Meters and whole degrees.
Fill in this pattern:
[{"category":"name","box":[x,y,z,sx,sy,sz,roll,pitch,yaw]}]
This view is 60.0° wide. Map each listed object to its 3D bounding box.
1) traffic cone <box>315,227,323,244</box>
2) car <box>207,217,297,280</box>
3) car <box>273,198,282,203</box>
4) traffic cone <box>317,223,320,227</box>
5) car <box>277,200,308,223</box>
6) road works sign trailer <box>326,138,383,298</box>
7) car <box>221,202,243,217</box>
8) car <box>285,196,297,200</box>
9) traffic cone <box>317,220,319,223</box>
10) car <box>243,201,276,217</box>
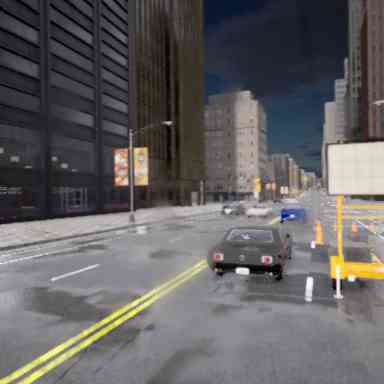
[{"category":"traffic cone","box":[5.765,2.031,15.144,0.340,0.580,0.340,-1,-1,21]},{"category":"car","box":[2.032,1.670,10.268,1.895,1.301,4.718,-1,-1,21]},{"category":"car","box":[19.519,2.061,75.359,1.895,1.301,4.718,-1,-1,21]},{"category":"traffic cone","box":[6.471,2.041,17.015,0.340,0.580,0.340,-1,-1,21]},{"category":"car","box":[8.321,1.645,26.952,1.882,1.535,5.008,-1,-1,21]},{"category":"road works sign trailer","box":[4.591,0.488,8.145,2.380,3.560,2.880,-1,-1,21]},{"category":"car","box":[4.450,1.791,35.676,2.128,1.511,4.902,-1,-1,21]},{"category":"car","box":[20.404,1.777,68.504,2.150,2.045,5.566,-1,-1,21]},{"category":"traffic cone","box":[7.176,2.052,18.887,0.340,0.580,0.340,-1,-1,21]},{"category":"car","box":[6.593,1.840,32.144,1.895,1.301,4.718,-1,-1,21]}]
